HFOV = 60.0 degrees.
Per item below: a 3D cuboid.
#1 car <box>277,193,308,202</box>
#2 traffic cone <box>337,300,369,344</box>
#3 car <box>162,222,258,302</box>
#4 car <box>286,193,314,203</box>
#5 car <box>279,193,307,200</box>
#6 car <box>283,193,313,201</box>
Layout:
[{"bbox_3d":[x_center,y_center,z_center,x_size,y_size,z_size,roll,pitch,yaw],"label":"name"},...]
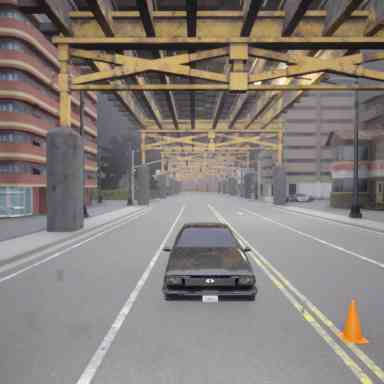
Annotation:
[{"bbox_3d":[17.829,0.960,58.949,4.974,1.542,2.038,0,1,25],"label":"car"},{"bbox_3d":[2.455,1.949,5.076,0.340,0.580,0.340,0,0,0],"label":"traffic cone"},{"bbox_3d":[0.364,1.534,8.684,2.033,1.411,5.357,0,0,1],"label":"car"},{"bbox_3d":[17.480,1.007,54.792,4.974,1.542,2.038,0,1,-20],"label":"car"},{"bbox_3d":[17.876,0.802,58.925,4.536,1.218,1.853,0,1,25],"label":"car"},{"bbox_3d":[17.529,0.849,54.808,4.536,1.218,1.853,0,1,-20],"label":"car"}]
